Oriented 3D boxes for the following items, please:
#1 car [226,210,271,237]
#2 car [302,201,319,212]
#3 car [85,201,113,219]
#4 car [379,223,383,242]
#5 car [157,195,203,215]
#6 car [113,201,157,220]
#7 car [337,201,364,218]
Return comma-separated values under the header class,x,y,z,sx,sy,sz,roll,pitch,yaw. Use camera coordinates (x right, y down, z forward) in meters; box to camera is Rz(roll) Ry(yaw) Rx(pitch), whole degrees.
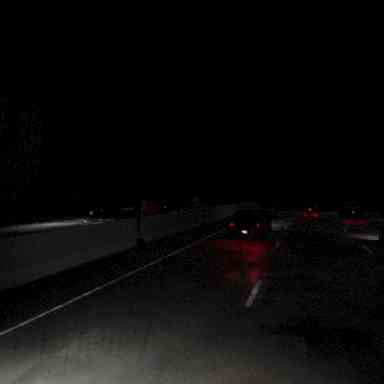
class,x,y,z,sx,sy,sz,roll,pitch,yaw
car,3.285,1.651,18.373,1.895,1.301,4.718,0,0,18
car,14.399,1.789,40.693,1.895,1.301,4.718,0,-1,18
car,-7.707,1.542,30.309,2.128,1.511,4.902,0,0,18
car,9.052,1.580,13.532,1.812,1.442,4.674,0,0,18
car,-0.690,1.287,29.228,2.150,2.045,5.566,0,0,18
car,-4.474,1.532,28.938,1.882,1.535,5.008,0,0,18
car,15.209,1.603,32.042,2.128,1.511,4.902,0,0,18
